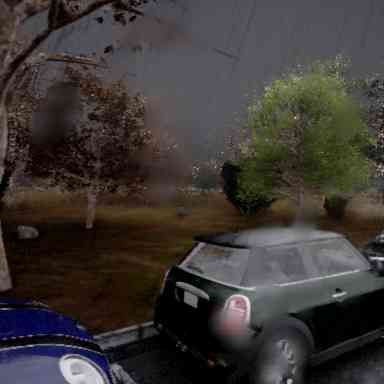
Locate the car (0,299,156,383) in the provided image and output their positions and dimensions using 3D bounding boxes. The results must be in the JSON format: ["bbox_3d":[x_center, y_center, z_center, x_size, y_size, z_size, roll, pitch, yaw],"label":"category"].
[{"bbox_3d":[-2.781,1.355,2.089,4.553,1.767,2.185,0,0,-33],"label":"car"}]

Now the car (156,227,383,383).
[{"bbox_3d":[1.768,1.357,5.304,4.553,1.767,2.185,0,0,-33],"label":"car"}]
